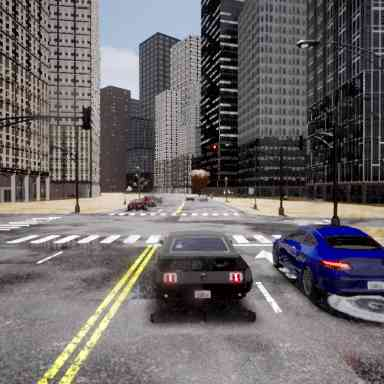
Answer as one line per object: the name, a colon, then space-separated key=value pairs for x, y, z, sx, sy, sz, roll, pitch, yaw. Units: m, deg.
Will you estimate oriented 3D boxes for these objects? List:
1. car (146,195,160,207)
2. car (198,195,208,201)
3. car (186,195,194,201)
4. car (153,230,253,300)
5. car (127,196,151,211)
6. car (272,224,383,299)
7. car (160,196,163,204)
car: x=-6.567 y=1.299 z=50.654 sx=2.097 sy=1.767 sz=4.553 roll=0 pitch=0 yaw=0
car: x=2.747 y=1.397 z=80.620 sx=1.812 sy=1.442 sz=4.674 roll=0 pitch=0 yaw=-4
car: x=-0.502 y=1.469 z=80.504 sx=1.895 sy=1.301 sz=4.718 roll=0 pitch=0 yaw=-4
car: x=0.104 y=1.598 z=8.347 sx=1.895 sy=1.301 sz=4.718 roll=0 pitch=0 yaw=-3
car: x=-6.573 y=1.530 z=40.405 sx=1.994 sy=1.385 sz=4.181 roll=0 pitch=0 yaw=0
car: x=3.347 y=1.523 z=8.318 sx=1.812 sy=1.442 sz=4.674 roll=0 pitch=0 yaw=1
car: x=-6.559 y=1.414 z=62.426 sx=2.128 sy=1.511 sz=4.902 roll=0 pitch=0 yaw=0
